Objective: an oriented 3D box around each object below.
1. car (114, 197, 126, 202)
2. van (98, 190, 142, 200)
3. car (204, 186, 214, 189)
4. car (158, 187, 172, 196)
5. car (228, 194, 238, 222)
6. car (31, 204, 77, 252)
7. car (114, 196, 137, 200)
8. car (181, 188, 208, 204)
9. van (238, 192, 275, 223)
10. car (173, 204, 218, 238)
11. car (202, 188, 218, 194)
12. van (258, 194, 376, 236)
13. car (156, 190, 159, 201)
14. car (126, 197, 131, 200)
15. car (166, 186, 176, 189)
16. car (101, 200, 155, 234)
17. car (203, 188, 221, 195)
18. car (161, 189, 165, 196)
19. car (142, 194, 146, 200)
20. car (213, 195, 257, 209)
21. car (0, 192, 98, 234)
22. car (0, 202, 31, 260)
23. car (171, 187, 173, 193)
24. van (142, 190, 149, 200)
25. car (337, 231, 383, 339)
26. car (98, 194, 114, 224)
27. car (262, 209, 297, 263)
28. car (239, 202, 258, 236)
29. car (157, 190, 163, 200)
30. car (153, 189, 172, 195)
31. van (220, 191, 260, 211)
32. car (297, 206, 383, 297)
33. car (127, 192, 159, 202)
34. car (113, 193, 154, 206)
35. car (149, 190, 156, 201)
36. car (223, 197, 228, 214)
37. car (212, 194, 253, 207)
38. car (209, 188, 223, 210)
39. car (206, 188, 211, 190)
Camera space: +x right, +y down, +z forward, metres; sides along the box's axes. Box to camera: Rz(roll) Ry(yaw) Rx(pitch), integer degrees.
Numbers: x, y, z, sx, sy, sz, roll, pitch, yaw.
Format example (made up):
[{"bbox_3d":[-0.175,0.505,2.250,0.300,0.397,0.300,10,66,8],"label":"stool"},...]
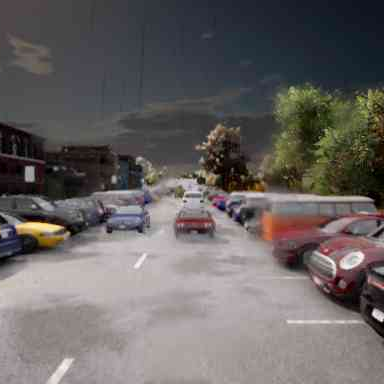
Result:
[{"bbox_3d":[-7.662,1.319,23.932,5.008,1.535,2.097,0,0,0],"label":"car"},{"bbox_3d":[-7.538,1.004,32.545,4.442,1.987,1.878,0,1,0],"label":"van"},{"bbox_3d":[5.158,0.079,81.066,4.553,1.767,2.185,0,1,0],"label":"car"},{"bbox_3d":[-7.876,0.242,81.187,4.674,1.452,2.002,1,1,0],"label":"car"},{"bbox_3d":[4.882,1.211,21.283,4.553,1.767,2.185,0,0,0],"label":"car"},{"bbox_3d":[-7.475,1.392,12.629,5.366,1.575,1.946,0,0,0],"label":"car"},{"bbox_3d":[-7.652,1.317,29.592,4.674,1.452,2.002,0,0,0],"label":"car"},{"bbox_3d":[0.111,0.961,33.074,2.150,2.045,5.566,0,1,0],"label":"car"},{"bbox_3d":[5.029,1.131,18.336,4.442,1.987,1.878,0,0,0],"label":"van"},{"bbox_3d":[0.105,1.486,16.981,1.895,1.301,4.718,0,0,0],"label":"car"},{"bbox_3d":[5.125,-0.286,94.987,4.553,1.767,2.185,0,1,0],"label":"car"},{"bbox_3d":[5.024,1.168,12.685,4.442,1.987,1.878,0,0,0],"label":"van"},{"bbox_3d":[-7.655,0.892,46.554,5.008,1.535,2.097,0,1,0],"label":"car"},{"bbox_3d":[-7.659,1.341,26.758,4.674,1.452,2.002,0,0,0],"label":"car"},{"bbox_3d":[-7.930,-0.158,94.956,4.892,1.521,2.231,0,2,0],"label":"car"},{"bbox_3d":[-3.344,1.403,18.279,1.812,1.442,4.674,0,0,0],"label":"car"},{"bbox_3d":[5.207,-0.070,86.760,4.553,1.767,2.185,0,2,0],"label":"car"},{"bbox_3d":[-7.617,0.647,57.856,4.792,1.488,2.163,0,1,0],"label":"car"},{"bbox_3d":[-7.651,1.207,35.256,4.674,1.452,2.002,0,1,0],"label":"car"},{"bbox_3d":[4.895,1.124,38.246,4.792,1.488,2.163,0,1,0],"label":"car"},{"bbox_3d":[-7.631,1.125,15.453,5.566,2.045,2.435,0,0,0],"label":"car"},{"bbox_3d":[-7.630,1.288,9.803,4.553,1.767,2.185,0,0,0],"label":"car"},{"bbox_3d":[-8.083,0.130,83.826,5.366,1.575,1.946,0,2,0],"label":"car"},{"bbox_3d":[-7.536,0.873,38.074,4.442,1.987,1.878,0,1,0],"label":"van"},{"bbox_3d":[4.900,1.450,4.343,5.008,1.535,2.097,0,0,0],"label":"car"},{"bbox_3d":[-7.626,1.213,21.105,4.553,1.767,2.185,0,0,0],"label":"car"},{"bbox_3d":[4.912,1.412,9.990,5.008,1.535,2.097,0,0,0],"label":"car"},{"bbox_3d":[4.916,1.376,15.513,4.892,1.521,2.231,0,0,0],"label":"car"},{"bbox_3d":[-7.463,0.821,49.379,5.366,1.575,1.946,0,1,0],"label":"car"},{"bbox_3d":[-7.908,0.027,89.392,4.674,1.452,2.002,0,1,0],"label":"car"},{"bbox_3d":[4.798,1.074,26.807,4.442,1.987,1.878,0,0,0],"label":"van"},{"bbox_3d":[4.937,1.305,7.166,4.553,1.767,2.185,0,0,0],"label":"car"},{"bbox_3d":[-7.645,0.795,52.205,4.674,1.452,2.002,0,1,0],"label":"car"},{"bbox_3d":[-7.645,0.961,43.730,5.008,1.535,2.097,0,1,0],"label":"car"},{"bbox_3d":[-7.680,0.779,40.898,5.566,2.045,2.435,0,1,0],"label":"car"},{"bbox_3d":[4.946,1.348,23.982,4.792,1.488,2.163,0,0,0],"label":"car"},{"bbox_3d":[4.896,1.055,41.069,4.792,1.488,2.163,0,1,0],"label":"car"},{"bbox_3d":[4.895,0.911,35.417,5.566,2.045,2.435,0,1,0],"label":"car"},{"bbox_3d":[4.900,0.628,52.232,4.553,1.767,2.185,0,1,0],"label":"car"}]
